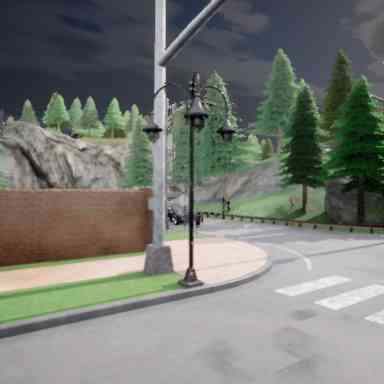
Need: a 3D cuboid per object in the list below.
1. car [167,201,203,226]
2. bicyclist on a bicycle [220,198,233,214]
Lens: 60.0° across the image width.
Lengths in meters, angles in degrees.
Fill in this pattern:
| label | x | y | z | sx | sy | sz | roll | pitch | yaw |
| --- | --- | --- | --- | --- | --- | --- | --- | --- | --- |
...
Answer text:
| label | x | y | z | sx | sy | sz | roll | pitch | yaw |
| --- | --- | --- | --- | --- | --- | --- | --- | --- | --- |
| car | -1.148 | 1.455 | 24.723 | 2.097 | 1.767 | 4.553 | 0 | 0 | -34 |
| bicyclist on a bicycle | 3.118 | 1.285 | 30.745 | 1.656 | 1.620 | 0.582 | -22 | 16 | -32 |
